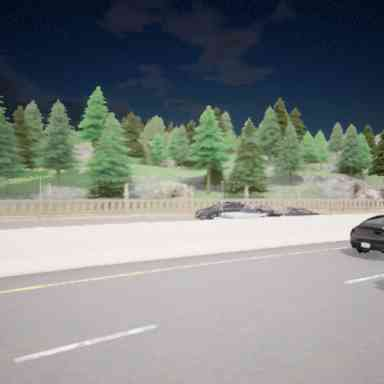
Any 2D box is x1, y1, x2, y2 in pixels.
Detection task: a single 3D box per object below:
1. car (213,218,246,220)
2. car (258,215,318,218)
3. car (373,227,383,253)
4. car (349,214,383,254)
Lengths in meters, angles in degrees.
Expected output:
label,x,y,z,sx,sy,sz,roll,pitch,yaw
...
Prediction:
label,x,y,z,sx,sy,sz,roll,pitch,yaw
car,4.106,1.619,22.311,4.718,1.301,1.895,0,0,-26
car,5.603,1.594,19.103,4.181,1.385,1.994,0,0,-25
car,6.965,1.590,7.864,5.357,1.411,2.033,0,0,-29
car,7.979,1.553,12.268,4.892,1.490,1.837,0,0,-27
